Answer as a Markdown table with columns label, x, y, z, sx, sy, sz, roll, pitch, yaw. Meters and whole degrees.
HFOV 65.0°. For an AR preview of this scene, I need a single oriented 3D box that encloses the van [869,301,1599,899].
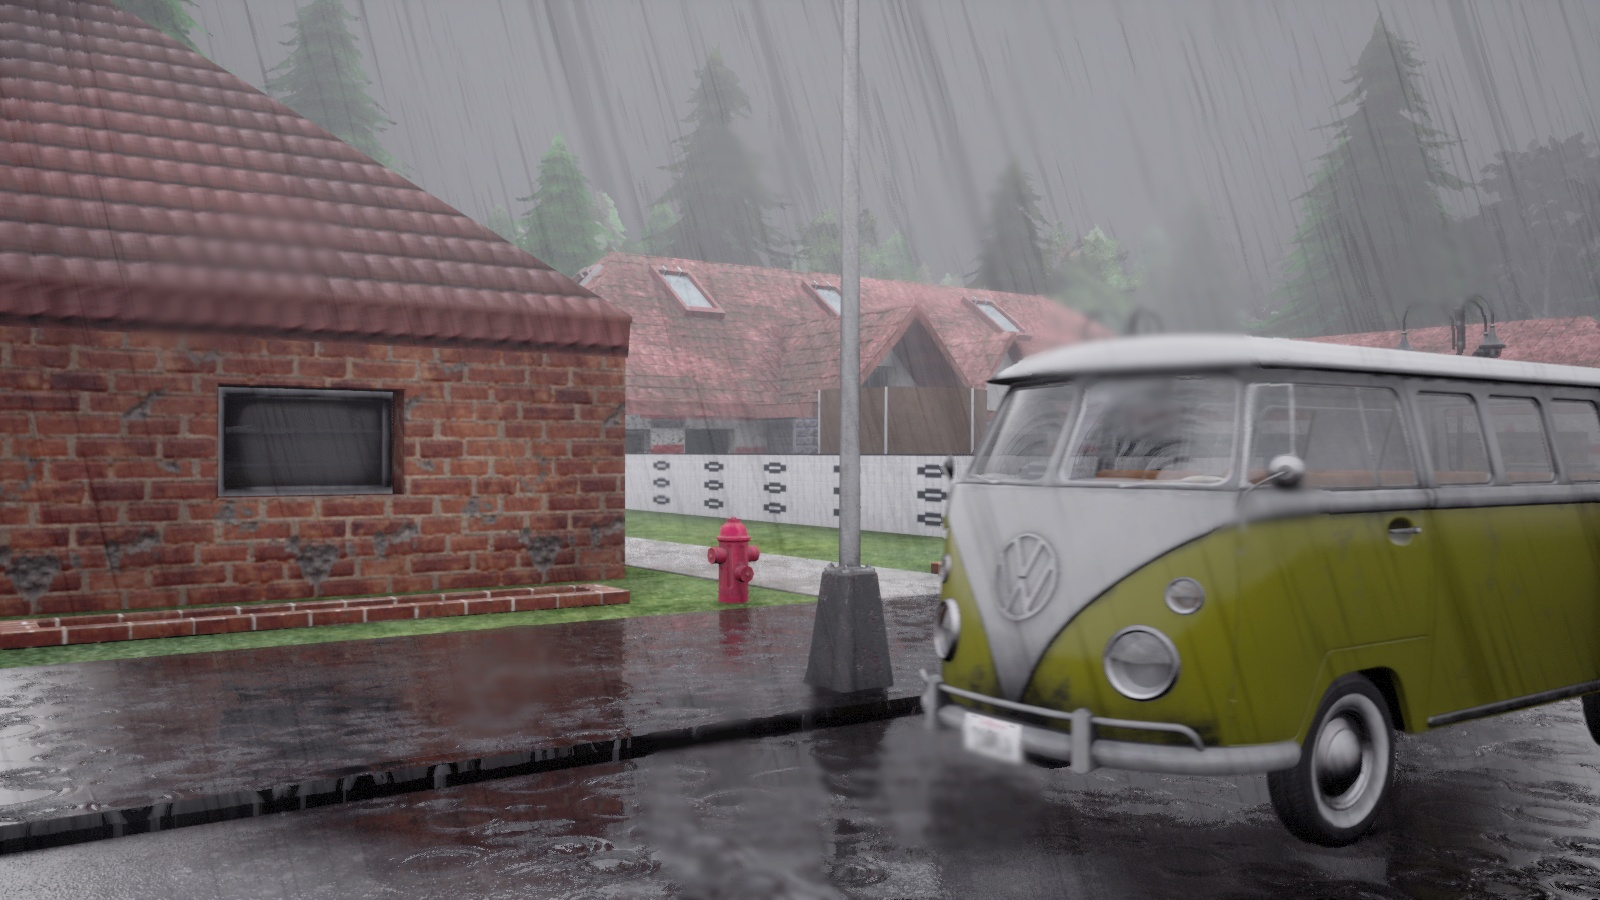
| label | x | y | z | sx | sy | sz | roll | pitch | yaw |
| --- | --- | --- | --- | --- | --- | --- | --- | --- | --- |
| van | 2.638 | 0.507 | 6.111 | 4.442 | 1.987 | 1.775 | 0 | 0 | -35 |
